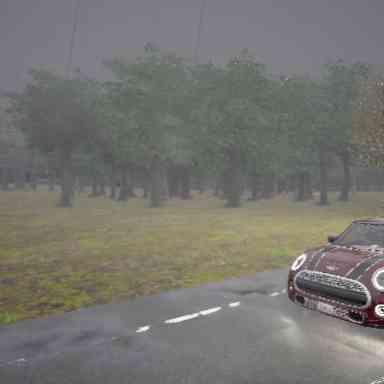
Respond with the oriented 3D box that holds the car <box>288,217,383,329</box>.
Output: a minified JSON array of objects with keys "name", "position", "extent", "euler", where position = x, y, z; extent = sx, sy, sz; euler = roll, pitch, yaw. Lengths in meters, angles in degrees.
[{"name":"car","position":[4.066,1.347,6.888],"extent":[4.553,1.767,2.097],"euler":[0,0,-35]}]
